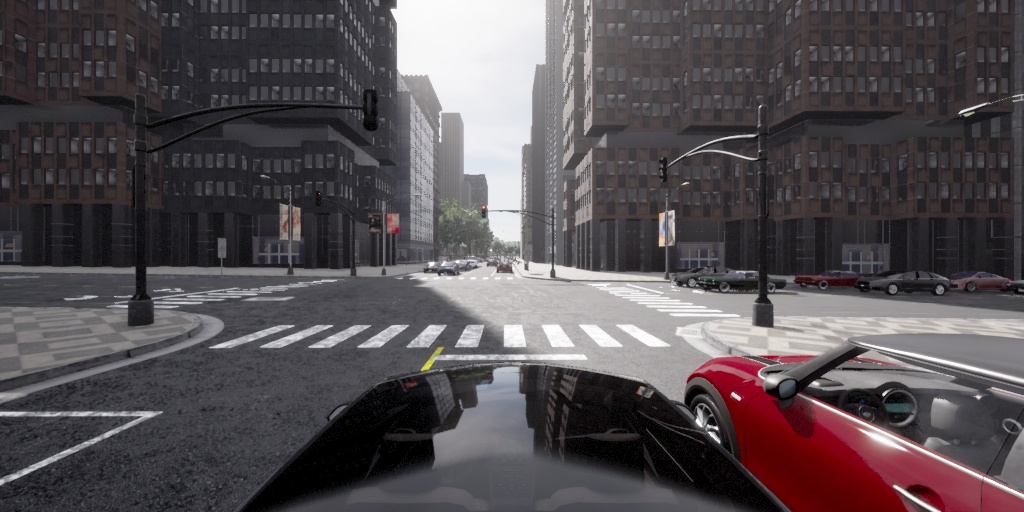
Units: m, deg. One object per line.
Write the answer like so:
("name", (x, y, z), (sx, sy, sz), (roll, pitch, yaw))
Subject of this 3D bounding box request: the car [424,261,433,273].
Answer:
("car", (-9.429, 1.323, 43.406), (1.948, 1.339, 4.313), (0, 0, -1))

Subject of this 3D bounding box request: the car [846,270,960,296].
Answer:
("car", (24.360, 1.631, 22.464), (4.892, 1.490, 1.837), (1, 0, -1))

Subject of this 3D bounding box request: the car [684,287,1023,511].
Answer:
("car", (2.761, 1.190, 2.153), (1.967, 1.591, 4.097), (0, 0, 0))

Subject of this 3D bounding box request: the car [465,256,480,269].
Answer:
("car", (-6.962, 1.014, 59.212), (2.150, 2.045, 5.566), (0, 0, 0))

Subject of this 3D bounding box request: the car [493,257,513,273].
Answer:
("car", (-0.905, 1.197, 43.519), (1.967, 1.591, 4.097), (0, 0, -1))

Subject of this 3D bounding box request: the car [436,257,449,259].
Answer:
("car", (-9.503, 1.084, 48.831), (2.192, 1.841, 5.009), (0, 0, -1))

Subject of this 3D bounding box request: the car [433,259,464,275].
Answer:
("car", (-6.684, 1.293, 38.314), (2.033, 1.411, 5.357), (0, 0, -1))

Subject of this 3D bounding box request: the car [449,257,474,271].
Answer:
("car", (-6.832, 1.260, 48.581), (2.128, 1.511, 4.902), (0, 0, -1))

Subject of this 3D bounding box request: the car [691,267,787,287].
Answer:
("car", (14.160, 1.580, 22.332), (4.718, 1.301, 1.895), (1, 0, -3))

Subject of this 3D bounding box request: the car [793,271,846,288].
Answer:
("car", (23.073, 1.705, 25.682), (4.718, 1.301, 1.895), (1, 0, -1))

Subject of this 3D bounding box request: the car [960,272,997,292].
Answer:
("car", (33.039, 1.813, 25.816), (4.181, 1.385, 1.994), (1, 0, -1))

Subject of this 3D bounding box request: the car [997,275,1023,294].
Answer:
("car", (34.741, 1.825, 22.591), (5.357, 1.411, 2.033), (1, 0, -1))

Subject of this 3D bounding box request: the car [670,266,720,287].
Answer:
("car", (13.854, 1.476, 25.578), (4.892, 1.490, 1.837), (1, 0, -1))
